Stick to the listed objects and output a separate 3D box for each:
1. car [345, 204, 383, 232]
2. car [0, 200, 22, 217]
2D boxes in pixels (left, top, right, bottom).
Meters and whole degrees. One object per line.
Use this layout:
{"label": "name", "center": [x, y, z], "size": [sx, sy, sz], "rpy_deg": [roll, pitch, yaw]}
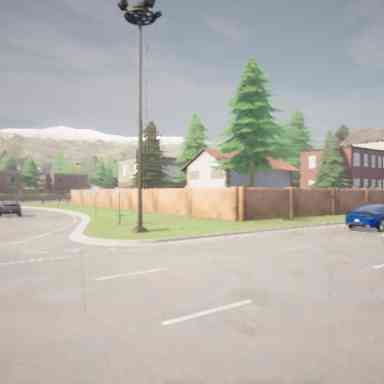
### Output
{"label": "car", "center": [11.480, 1.494, 20.542], "size": [5.008, 1.535, 1.882], "rpy_deg": [0, 0, -36]}
{"label": "car", "center": [-17.446, 1.495, 31.698], "size": [2.128, 1.511, 4.902], "rpy_deg": [0, 0, -32]}
